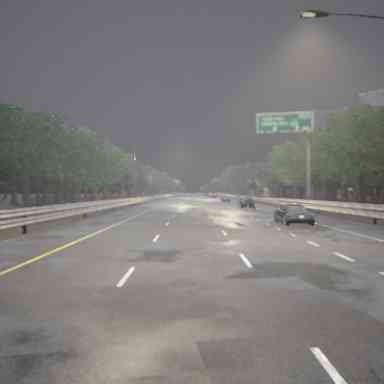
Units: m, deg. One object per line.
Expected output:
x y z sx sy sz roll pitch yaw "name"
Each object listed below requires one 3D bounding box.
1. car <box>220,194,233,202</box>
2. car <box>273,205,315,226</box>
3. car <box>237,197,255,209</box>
7.170 1.503 71.806 1.994 1.385 4.181 0 0 0 "car"
7.035 1.558 23.294 1.994 1.385 4.181 0 0 0 "car"
7.091 1.478 43.988 1.837 1.490 4.892 0 0 0 "car"
